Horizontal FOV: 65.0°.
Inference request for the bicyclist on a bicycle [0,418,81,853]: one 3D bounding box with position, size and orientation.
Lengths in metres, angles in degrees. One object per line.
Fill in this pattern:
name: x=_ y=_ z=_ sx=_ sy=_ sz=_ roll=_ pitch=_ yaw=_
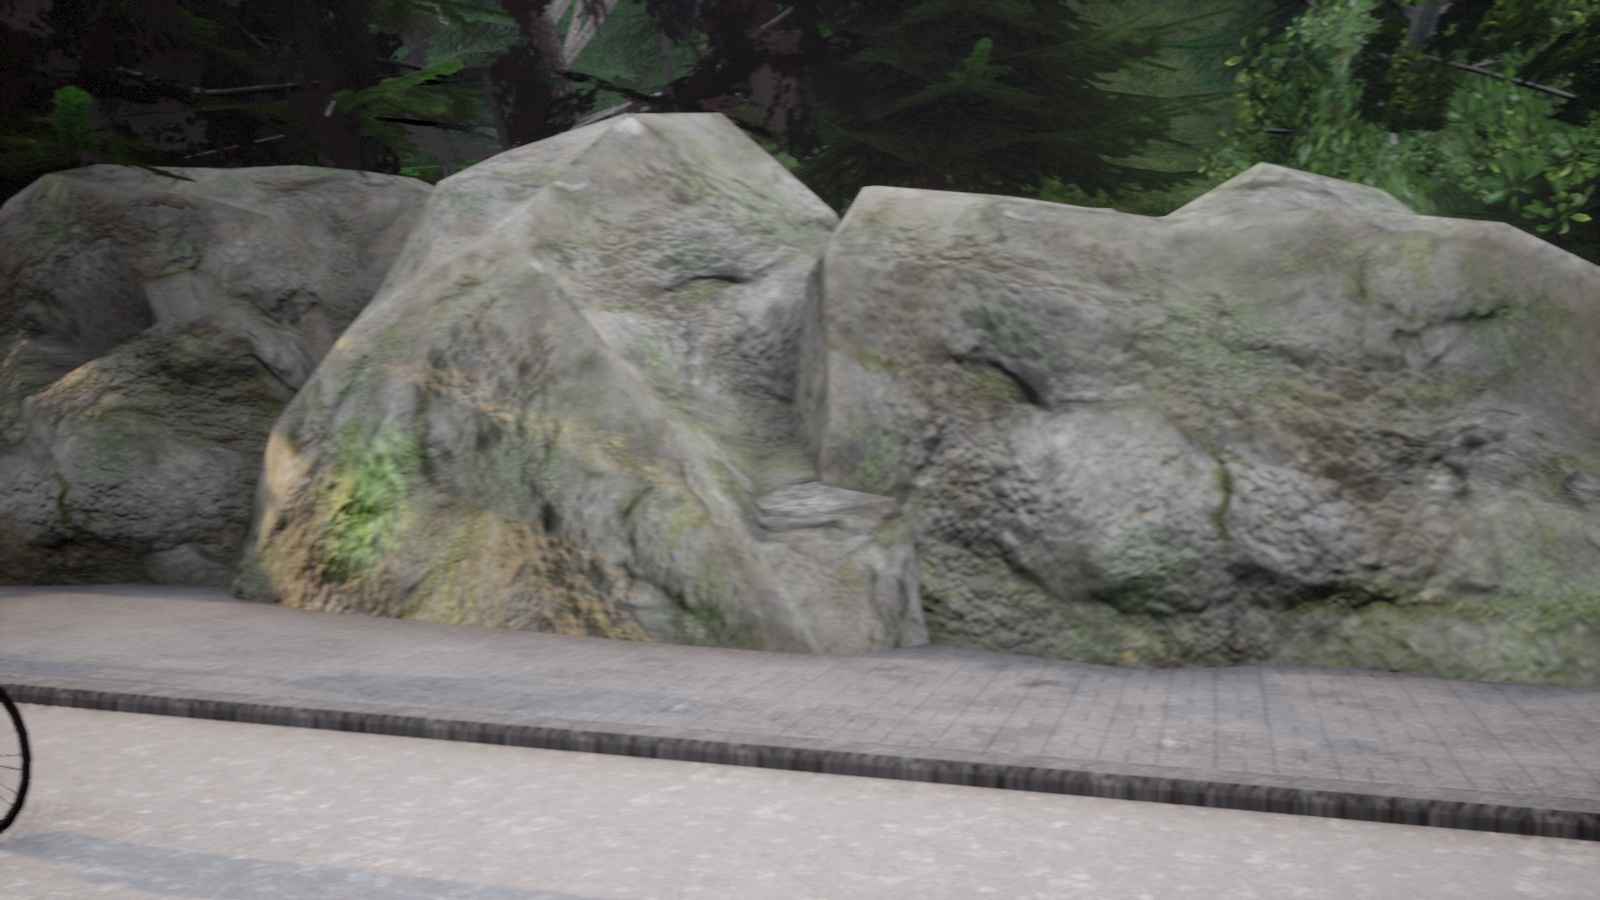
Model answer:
bicyclist on a bicycle: x=-3.744 y=0.686 z=4.979 sx=1.656 sy=1.620 sz=0.582 roll=0 pitch=1 yaw=19
